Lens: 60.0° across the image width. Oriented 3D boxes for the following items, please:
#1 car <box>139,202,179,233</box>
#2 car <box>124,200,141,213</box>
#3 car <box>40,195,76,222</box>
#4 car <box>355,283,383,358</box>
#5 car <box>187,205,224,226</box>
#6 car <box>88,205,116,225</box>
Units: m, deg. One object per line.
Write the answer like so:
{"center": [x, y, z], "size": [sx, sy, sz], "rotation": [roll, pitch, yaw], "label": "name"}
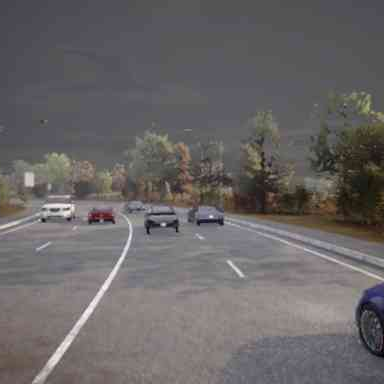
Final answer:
{"center": [-1.937, 1.528, 20.114], "size": [2.128, 1.511, 4.902], "rotation": [0, 0, -10], "label": "car"}
{"center": [-6.539, 1.622, 37.814], "size": [2.033, 1.411, 5.357], "rotation": [0, 0, -19], "label": "car"}
{"center": [-10.812, 1.286, 27.208], "size": [2.150, 2.045, 5.566], "rotation": [0, 0, -15], "label": "car"}
{"center": [3.400, 1.519, 3.051], "size": [1.812, 1.442, 4.674], "rotation": [0, 0, -2], "label": "car"}
{"center": [0.870, 1.600, 23.906], "size": [1.994, 1.385, 4.181], "rotation": [0, 0, -11], "label": "car"}
{"center": [-6.605, 1.655, 24.656], "size": [1.895, 1.301, 4.718], "rotation": [0, 0, -13], "label": "car"}
